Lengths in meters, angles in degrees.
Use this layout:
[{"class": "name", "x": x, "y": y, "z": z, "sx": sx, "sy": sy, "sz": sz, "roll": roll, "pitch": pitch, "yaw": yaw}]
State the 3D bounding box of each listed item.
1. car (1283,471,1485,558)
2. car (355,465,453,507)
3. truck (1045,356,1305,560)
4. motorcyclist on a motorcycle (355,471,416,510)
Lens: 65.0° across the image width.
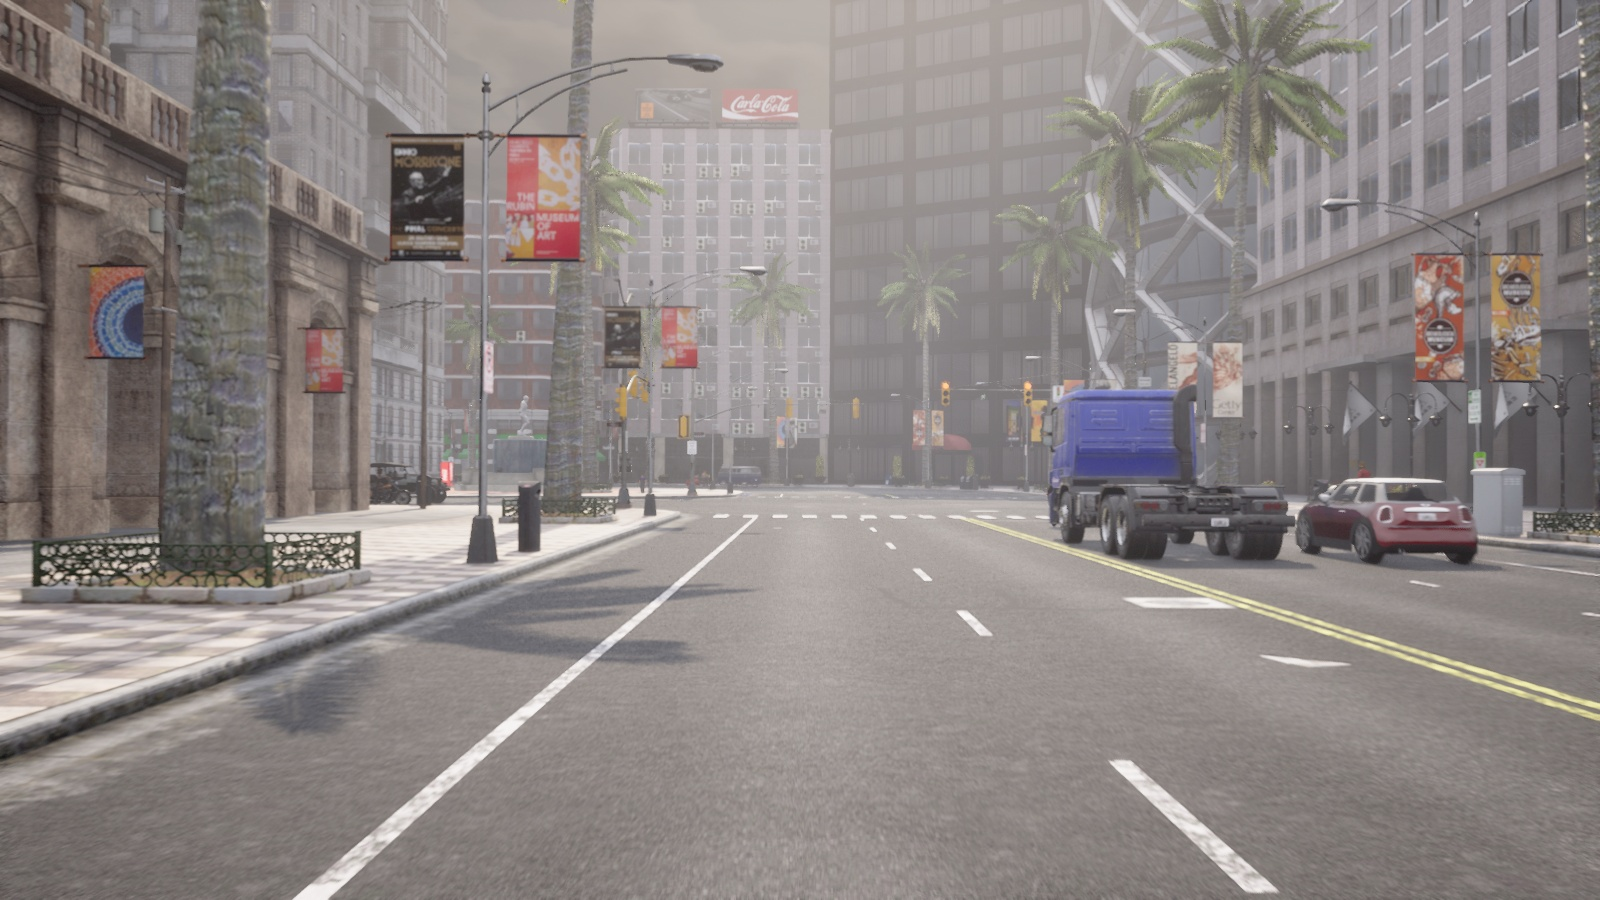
[{"class": "car", "x": 10.645, "y": 1.125, "z": 23.219, "sx": 1.970, "sy": 1.475, "sz": 3.806, "roll": 0, "pitch": -1, "yaw": 0}, {"class": "car", "x": -18.021, "y": 1.638, "z": 57.296, "sx": 3.866, "sy": 1.878, "sz": 1.905, "roll": 0, "pitch": -1, "yaw": 0}, {"class": "truck", "x": 7.158, "y": 0.224, "z": 25.336, "sx": 2.891, "sy": 3.462, "sz": 7.936, "roll": 0, "pitch": -1, "yaw": 0}, {"class": "motorcyclist on a motorcycle", "x": -17.762, "y": 1.733, "z": 53.793, "sx": 2.350, "sy": 1.649, "sz": 0.766, "roll": 0, "pitch": -1, "yaw": 0}]
